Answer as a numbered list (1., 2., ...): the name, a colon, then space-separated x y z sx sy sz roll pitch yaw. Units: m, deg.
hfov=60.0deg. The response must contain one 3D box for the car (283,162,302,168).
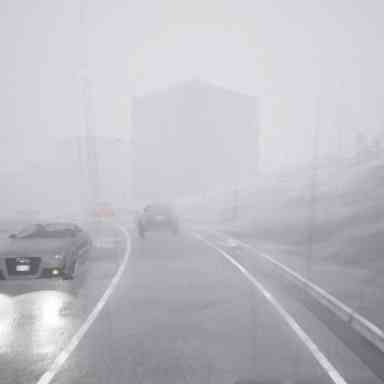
1. car: 20.897 -5.213 67.382 2.231 1.521 4.892 0 1 -1

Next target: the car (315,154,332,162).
1. car: 21.256 -5.000 50.849 2.185 1.767 4.553 0 1 -1

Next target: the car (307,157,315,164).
1. car: 21.137 -5.117 56.367 2.185 1.767 4.553 0 1 -1

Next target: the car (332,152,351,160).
1. car: 21.379 -4.710 45.179 2.002 1.452 4.674 0 1 -1

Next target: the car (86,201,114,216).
1. car: -10.493 1.862 37.693 2.097 1.767 4.553 -1 -1 -33

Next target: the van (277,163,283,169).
1. van: 20.781 -5.542 72.773 1.878 1.987 4.442 0 1 -1

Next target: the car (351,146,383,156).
1. car: 21.498 -4.755 39.685 2.185 1.767 4.553 0 1 -1

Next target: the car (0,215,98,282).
1. car: -4.155 1.587 9.692 1.994 1.385 4.181 0 0 -7

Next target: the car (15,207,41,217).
1. car: -23.111 2.791 46.883 4.718 1.301 1.895 -4 -1 42

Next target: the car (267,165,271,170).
1. car: 20.540 -5.761 83.899 2.435 2.045 5.566 0 1 -1

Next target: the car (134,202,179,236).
1. car: -2.183 1.439 19.187 2.097 1.767 4.553 -1 -1 -14

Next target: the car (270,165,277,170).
1. car: 20.660 -5.377 78.418 2.002 1.452 4.674 0 1 -1
